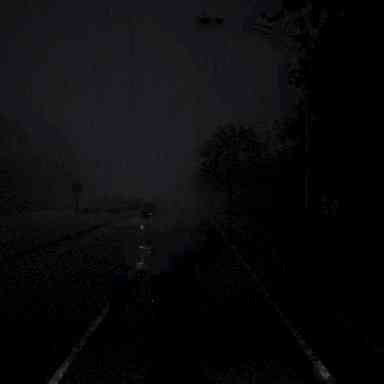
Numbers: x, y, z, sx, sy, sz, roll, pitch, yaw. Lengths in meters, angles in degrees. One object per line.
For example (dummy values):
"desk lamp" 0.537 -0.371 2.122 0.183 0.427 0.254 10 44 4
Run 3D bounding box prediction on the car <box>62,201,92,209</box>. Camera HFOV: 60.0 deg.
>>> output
"car" -23.178 2.615 67.263 5.366 1.575 1.946 0 -2 0

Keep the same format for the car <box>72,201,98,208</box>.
"car" -23.362 2.794 72.799 5.008 1.535 2.097 0 -2 0

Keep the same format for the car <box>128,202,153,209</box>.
"car" -10.286 2.653 67.078 4.674 1.452 2.002 0 -2 0

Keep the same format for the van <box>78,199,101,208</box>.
"van" -23.237 2.667 75.426 4.442 1.987 1.878 0 -2 0

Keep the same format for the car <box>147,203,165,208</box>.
"car" -10.247 3.824 94.795 4.892 1.521 2.231 0 -3 0

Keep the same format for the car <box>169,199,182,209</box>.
"car" -3.213 2.464 69.673 2.150 2.045 5.566 0 -2 0

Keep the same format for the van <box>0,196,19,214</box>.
"van" -23.510 1.532 39.462 4.442 1.987 1.878 0 -1 0

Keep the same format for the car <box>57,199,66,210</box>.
"car" -23.346 2.052 53.421 4.553 1.767 2.185 0 -2 0

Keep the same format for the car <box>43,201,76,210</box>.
"car" -23.366 2.354 58.956 5.008 1.535 2.097 0 -2 0

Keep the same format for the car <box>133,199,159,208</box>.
"car" -10.302 2.641 75.396 5.566 2.045 2.435 0 -3 0

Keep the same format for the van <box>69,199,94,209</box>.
"van" -23.243 2.481 70.037 4.442 1.987 1.878 0 -2 0

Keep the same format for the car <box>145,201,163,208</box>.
"car" -10.228 3.431 89.255 4.553 1.767 2.185 0 -3 0

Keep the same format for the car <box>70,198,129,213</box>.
"car" -10.130 1.688 36.571 5.366 1.575 1.946 0 -1 0

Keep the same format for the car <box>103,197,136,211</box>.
"car" -10.338 1.783 44.890 4.553 1.767 2.185 0 -2 0

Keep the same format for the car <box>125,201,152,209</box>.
"car" -10.256 2.554 64.302 4.792 1.488 2.163 0 -2 0

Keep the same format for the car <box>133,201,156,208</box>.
"car" -10.306 2.819 72.634 4.792 1.488 2.163 0 -2 0

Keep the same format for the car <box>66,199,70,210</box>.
"car" -23.369 2.261 56.062 5.008 1.535 2.097 0 -2 0

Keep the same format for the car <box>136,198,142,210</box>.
"car" -10.276 1.743 47.664 5.566 2.045 2.435 0 -2 0

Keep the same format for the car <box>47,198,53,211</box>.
"car" -23.377 2.002 47.880 4.892 1.521 2.231 0 -2 0

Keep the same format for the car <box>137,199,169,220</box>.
"car" -3.332 1.607 29.353 1.837 1.490 4.892 0 -1 0

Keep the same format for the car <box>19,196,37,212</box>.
"car" -23.417 1.581 42.354 5.566 2.045 2.435 0 -1 0

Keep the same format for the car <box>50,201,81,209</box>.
"car" -23.363 2.443 61.725 4.892 1.521 2.231 0 -2 0

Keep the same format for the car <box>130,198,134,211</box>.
"car" -10.316 1.828 42.110 5.008 1.535 2.097 0 -2 0

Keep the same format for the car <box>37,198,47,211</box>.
"car" -23.201 1.912 45.114 5.366 1.575 1.946 0 -2 0

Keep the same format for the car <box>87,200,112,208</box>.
"car" -23.317 3.040 83.736 5.566 2.045 2.435 0 -3 0

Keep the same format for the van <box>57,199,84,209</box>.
"van" -23.483 2.304 64.501 4.442 1.987 1.878 0 -2 0

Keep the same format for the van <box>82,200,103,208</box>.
"van" -23.467 2.806 78.326 4.442 1.987 1.878 0 -3 0

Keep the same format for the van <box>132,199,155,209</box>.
"van" -10.163 2.475 69.861 4.442 1.987 1.878 0 -2 0

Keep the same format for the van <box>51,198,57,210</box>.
"van" -23.497 1.864 50.656 4.442 1.987 1.878 0 -2 0

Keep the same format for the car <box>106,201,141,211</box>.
"car" -10.330 2.112 50.430 4.792 1.488 2.163 0 -2 0

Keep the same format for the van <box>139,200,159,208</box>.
"van" -10.154 2.799 78.167 4.442 1.987 1.878 0 -3 0

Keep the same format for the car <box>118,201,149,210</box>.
"car" -10.297 2.347 58.755 5.008 1.535 2.097 0 -2 0

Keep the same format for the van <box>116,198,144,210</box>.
"van" -10.412 2.033 55.987 4.442 1.987 1.878 0 -2 0
